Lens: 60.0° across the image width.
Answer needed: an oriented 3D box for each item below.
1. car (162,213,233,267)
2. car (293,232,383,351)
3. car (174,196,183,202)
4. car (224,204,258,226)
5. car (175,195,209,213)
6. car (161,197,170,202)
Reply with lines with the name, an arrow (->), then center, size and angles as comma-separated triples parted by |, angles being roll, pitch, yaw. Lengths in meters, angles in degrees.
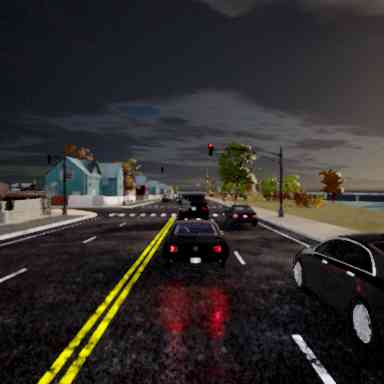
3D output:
car -> 0.105, 1.616, 11.470 | 1.895, 1.301, 4.718 | 0, 0, 0
car -> 3.353, 1.513, 6.173 | 1.837, 1.490, 4.892 | 0, 0, 0
car -> -3.213, 1.708, 80.977 | 2.128, 1.511, 4.902 | 0, 0, 0
car -> 3.362, 1.582, 23.481 | 2.033, 1.411, 5.357 | 0, 0, 0
car -> 0.112, 1.253, 24.785 | 2.150, 2.045, 5.566 | 0, -1, 0
car -> -6.462, 1.778, 80.949 | 1.895, 1.301, 4.718 | 0, 0, 0
